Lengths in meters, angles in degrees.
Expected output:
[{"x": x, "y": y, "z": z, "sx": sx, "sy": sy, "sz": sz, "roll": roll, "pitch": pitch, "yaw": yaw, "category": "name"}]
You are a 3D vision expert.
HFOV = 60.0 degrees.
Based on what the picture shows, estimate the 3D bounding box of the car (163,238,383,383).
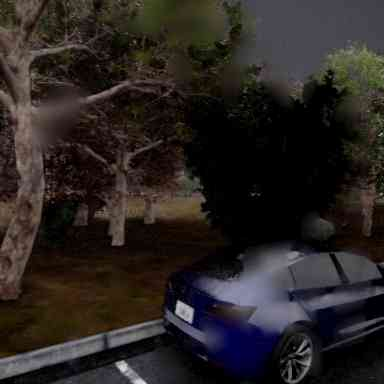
[{"x": 1.863, "y": 1.519, "z": 5.367, "sx": 4.792, "sy": 1.488, "sz": 2.163, "roll": 0, "pitch": 1, "yaw": -33, "category": "car"}]
